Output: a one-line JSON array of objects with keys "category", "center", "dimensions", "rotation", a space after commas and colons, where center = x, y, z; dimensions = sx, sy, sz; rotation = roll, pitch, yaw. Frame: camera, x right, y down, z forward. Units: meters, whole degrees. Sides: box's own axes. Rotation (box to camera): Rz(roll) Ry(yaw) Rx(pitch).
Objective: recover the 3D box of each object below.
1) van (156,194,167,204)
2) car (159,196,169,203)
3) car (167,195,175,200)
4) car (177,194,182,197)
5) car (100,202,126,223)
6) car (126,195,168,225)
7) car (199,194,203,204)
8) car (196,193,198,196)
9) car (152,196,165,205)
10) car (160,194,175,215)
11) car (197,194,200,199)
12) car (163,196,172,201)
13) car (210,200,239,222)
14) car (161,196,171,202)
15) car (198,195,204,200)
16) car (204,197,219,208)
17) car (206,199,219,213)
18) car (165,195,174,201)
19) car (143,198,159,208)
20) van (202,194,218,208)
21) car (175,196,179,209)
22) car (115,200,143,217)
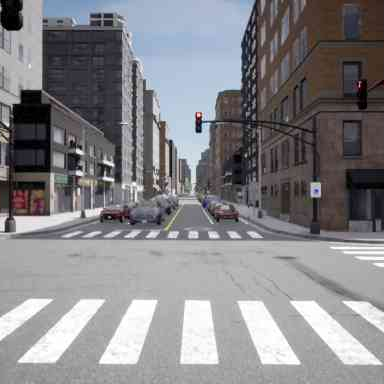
[{"category": "van", "center": [-5.961, 1.366, 65.692], "dimensions": [1.690, 1.788, 3.998], "rotation": [1, 0, 0]}, {"category": "car", "center": [-5.973, 1.610, 71.365], "dimensions": [1.802, 1.307, 4.206], "rotation": [1, 0, 0]}, {"category": "car", "center": [-6.012, 1.586, 94.056], "dimensions": [1.887, 1.381, 4.507], "rotation": [1, 0, 0]}, {"category": "car", "center": [-3.146, 1.509, 54.077], "dimensions": [2.128, 1.511, 4.902], "rotation": [0, 0, 0]}, {"category": "car", "center": [-5.894, 1.551, 25.982], "dimensions": [1.887, 1.381, 4.507], "rotation": [1, 0, 0]}, {"category": "car", "center": [-3.138, 1.358, 24.079], "dimensions": [2.097, 1.767, 4.553], "rotation": [0, 0, 0]}, {"category": "car", "center": [2.595, 1.330, 48.681], "dimensions": [2.192, 1.841, 5.009], "rotation": [1, 0, 0]}, {"category": "car", "center": [2.535, 1.350, 82.722], "dimensions": [2.192, 1.841, 5.009], "rotation": [1, 0, 0]}, {"category": "car", "center": [-5.952, 1.461, 60.019], "dimensions": [1.967, 1.590, 4.097], "rotation": [1, 0, 0]}, {"category": "car", "center": [-3.156, 1.361, 33.900], "dimensions": [2.097, 1.767, 4.553], "rotation": [0, 0, 0]}, {"category": "car", "center": [2.552, 1.594, 71.374], "dimensions": [1.947, 1.339, 4.313], "rotation": [1, 0, 0]}, {"category": "car", "center": [-5.993, 1.601, 82.711], "dimensions": [1.947, 1.339, 4.313], "rotation": [1, 0, 0]}, {"category": "car", "center": [2.631, 1.588, 25.988], "dimensions": [1.802, 1.307, 4.206], "rotation": [1, 0, 0]}, {"category": "car", "center": [-5.983, 1.582, 77.038], "dimensions": [2.008, 1.369, 4.403], "rotation": [1, 0, 0]}, {"category": "car", "center": [2.514, 1.566, 94.238], "dimensions": [1.752, 1.417, 4.829], "rotation": [1, 0, 0]}, {"category": "car", "center": [2.611, 1.592, 37.335], "dimensions": [1.802, 1.307, 4.206], "rotation": [1, 0, 0]}, {"category": "car", "center": [2.621, 1.590, 31.661], "dimensions": [1.802, 1.307, 4.206], "rotation": [1, 0, 0]}, {"category": "car", "center": [-6.003, 1.604, 88.384], "dimensions": [1.947, 1.339, 4.313], "rotation": [1, 0, 0]}, {"category": "car", "center": [-5.934, 1.597, 48.674], "dimensions": [1.802, 1.307, 4.206], "rotation": [1, 0, 0]}, {"category": "van", "center": [2.604, 1.353, 43.008], "dimensions": [1.690, 1.788, 3.998], "rotation": [1, 0, 0]}, {"category": "car", "center": [-3.159, 1.577, 43.844], "dimensions": [1.994, 1.385, 4.181], "rotation": [0, 0, 1]}, {"category": "car", "center": [-5.904, 1.552, 31.655], "dimensions": [1.887, 1.381, 4.507], "rotation": [1, 0, 0]}]
